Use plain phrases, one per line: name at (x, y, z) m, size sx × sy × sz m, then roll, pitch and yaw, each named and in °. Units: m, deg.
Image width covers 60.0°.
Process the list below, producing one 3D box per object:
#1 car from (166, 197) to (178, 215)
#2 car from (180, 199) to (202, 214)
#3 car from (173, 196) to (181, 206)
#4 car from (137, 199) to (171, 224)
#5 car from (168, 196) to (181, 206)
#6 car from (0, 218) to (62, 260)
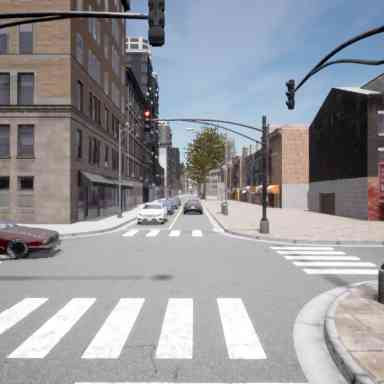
car at (-2.825, 1.529, 34.134) m, size 2.033 × 1.411 × 5.357 m, roll 0°, pitch 0°, yaw 0°
car at (0.090, 1.544, 35.480) m, size 1.994 × 1.385 × 4.181 m, roll 0°, pitch 0°, yaw 0°
car at (-2.789, 1.503, 43.848) m, size 1.812 × 1.442 × 4.674 m, roll 0°, pitch 0°, yaw 0°
car at (-2.831, 1.513, 24.524) m, size 1.812 × 1.442 × 4.674 m, roll 0°, pitch 0°, yaw 0°
car at (-2.766, 1.481, 53.939) m, size 1.837 × 1.490 × 4.892 m, roll 0°, pitch 0°, yaw 0°
car at (-7.412, 1.506, 11.356) m, size 5.357 × 1.411 × 2.033 m, roll 0°, pitch 0°, yaw -9°
